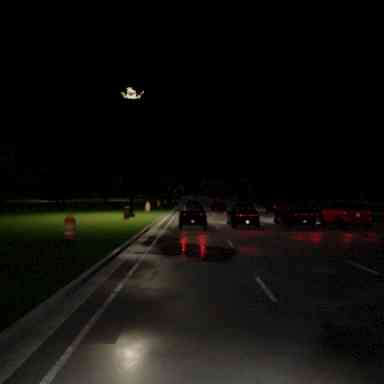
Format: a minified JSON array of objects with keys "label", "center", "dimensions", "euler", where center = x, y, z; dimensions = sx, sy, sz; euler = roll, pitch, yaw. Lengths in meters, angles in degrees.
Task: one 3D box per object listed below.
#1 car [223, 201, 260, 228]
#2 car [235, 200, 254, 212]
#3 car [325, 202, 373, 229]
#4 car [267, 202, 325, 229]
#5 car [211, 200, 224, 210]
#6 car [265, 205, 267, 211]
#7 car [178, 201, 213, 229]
[{"label":"car","center":[3.564,1.666,23.719],"dimensions":[1.837,1.490,4.892],"euler":[0,0,0]},{"label":"car","center":[7.060,1.865,45.011],"dimensions":[1.994,1.385,4.181],"euler":[0,0,0]},{"label":"car","center":[10.562,1.507,23.258],"dimensions":[2.097,1.767,4.553],"euler":[0,0,0]},{"label":"car","center":[7.064,1.648,23.219],"dimensions":[2.128,1.511,4.902],"euler":[0,0,0]},{"label":"car","center":[3.561,1.784,45.607],"dimensions":[1.882,1.535,5.008],"euler":[0,-1,0]},{"label":"car","center":[10.560,1.884,42.291],"dimensions":[1.895,1.301,4.718],"euler":[0,0,0]},{"label":"car","center":[0.063,1.648,23.141],"dimensions":[2.128,1.511,4.902],"euler":[0,0,0]}]
